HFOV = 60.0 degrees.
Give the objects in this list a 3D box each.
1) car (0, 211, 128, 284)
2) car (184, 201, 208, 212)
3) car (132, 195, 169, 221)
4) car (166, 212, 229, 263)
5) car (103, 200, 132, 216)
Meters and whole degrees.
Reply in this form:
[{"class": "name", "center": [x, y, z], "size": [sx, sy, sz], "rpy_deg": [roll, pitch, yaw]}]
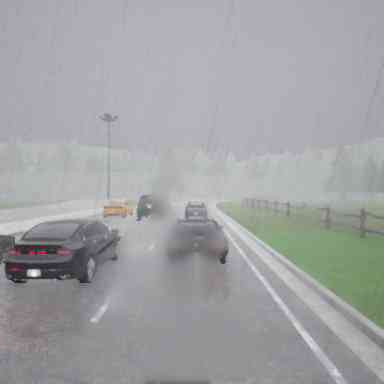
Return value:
[{"class": "car", "center": [-3.358, 1.508, 9.587], "size": [1.837, 1.490, 4.892], "rpy_deg": [0, 0, 1]}, {"class": "car", "center": [0.345, 1.509, 28.636], "size": [2.128, 1.511, 4.902], "rpy_deg": [0, 0, 1]}, {"class": "car", "center": [-3.165, 1.235, 27.663], "size": [2.150, 2.045, 5.566], "rpy_deg": [0, 0, 1]}, {"class": "car", "center": [0.180, 1.608, 11.992], "size": [1.895, 1.301, 4.718], "rpy_deg": [0, 0, 1]}, {"class": "car", "center": [-6.637, 1.492, 30.286], "size": [1.882, 1.535, 5.008], "rpy_deg": [0, 0, 1]}]
